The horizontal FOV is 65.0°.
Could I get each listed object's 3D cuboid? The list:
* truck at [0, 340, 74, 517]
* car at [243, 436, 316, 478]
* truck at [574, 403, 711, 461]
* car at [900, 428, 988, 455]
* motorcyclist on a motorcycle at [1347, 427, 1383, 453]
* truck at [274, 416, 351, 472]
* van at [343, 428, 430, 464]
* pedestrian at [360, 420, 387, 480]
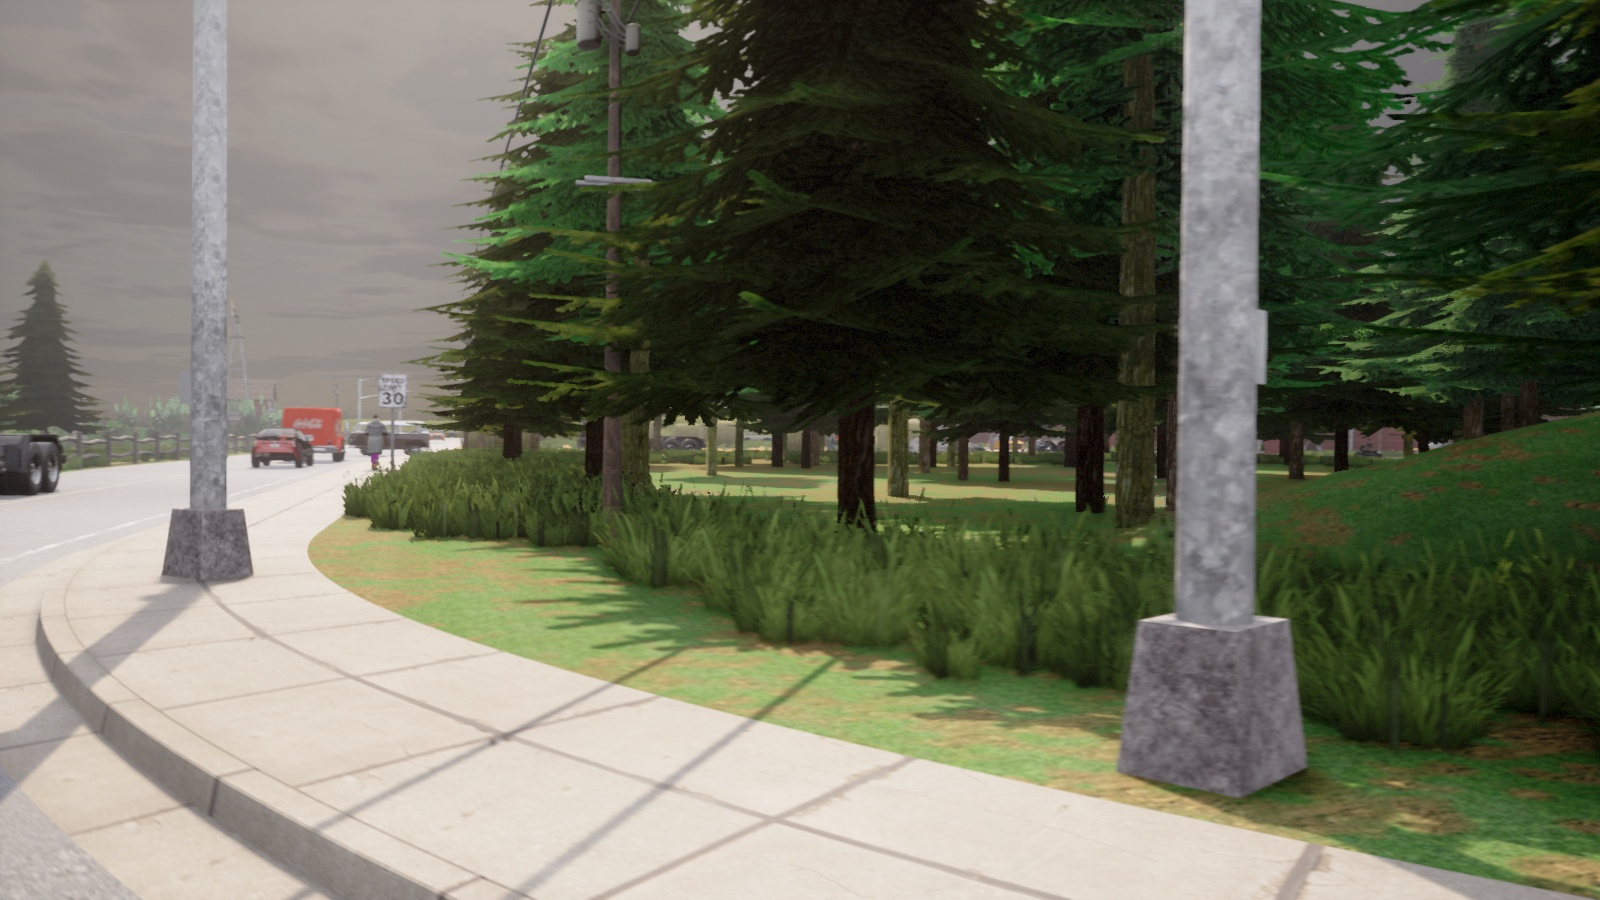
[{"bbox_3d":[-17.319,-0.422,25.106,2.891,3.462,7.936,-1,1,-15],"label":"truck"},{"bbox_3d":[-20.172,0.223,48.868,2.007,1.525,4.514,-1,1,-15],"label":"car"},{"bbox_3d":[-9.707,-1.115,77.164,7.936,3.462,2.891,-1,1,-16],"label":"truck"},{"bbox_3d":[9.065,-0.535,79.066,5.027,1.651,2.152,-1,1,-16],"label":"car"},{"bbox_3d":[36.182,-0.633,80.445,0.766,1.649,2.350,-1,1,-17],"label":"motorcyclist on a motorcycle"},{"bbox_3d":[-22.452,-0.308,58.061,2.627,2.467,5.204,-1,1,-14],"label":"truck"},{"bbox_3d":[-23.832,-0.245,72.409,4.480,2.038,2.069,-1,0,-28],"label":"van"},{"bbox_3d":[-14.058,-0.019,41.395,0.659,1.952,0.873,-1,1,-9],"label":"pedestrian"}]
